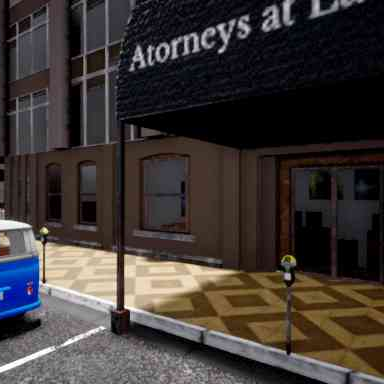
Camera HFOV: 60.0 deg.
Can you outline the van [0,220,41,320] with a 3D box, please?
[{"bbox_3d":[-4.455,1.341,6.043,3.998,1.788,1.690,0,0,35],"label":"van"}]
